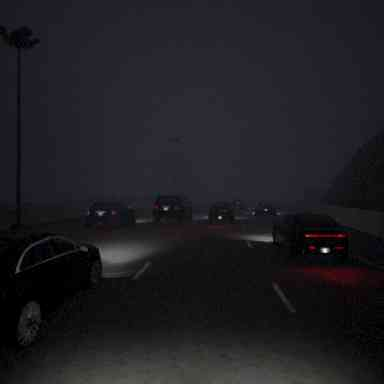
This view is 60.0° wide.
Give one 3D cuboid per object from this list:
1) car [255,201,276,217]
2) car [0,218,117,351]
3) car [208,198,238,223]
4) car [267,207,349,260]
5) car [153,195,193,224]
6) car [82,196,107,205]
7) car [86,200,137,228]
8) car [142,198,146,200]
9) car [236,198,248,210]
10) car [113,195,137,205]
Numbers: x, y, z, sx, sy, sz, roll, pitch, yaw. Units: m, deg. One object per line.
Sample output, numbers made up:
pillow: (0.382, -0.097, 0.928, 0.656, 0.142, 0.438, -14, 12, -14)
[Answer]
car: (7.041, 1.585, 31.859, 1.994, 1.385, 4.181, 0, 0, 11)
car: (-3.173, 1.488, 6.195, 2.128, 1.511, 4.902, 0, 0, 2)
car: (2.348, 1.518, 25.675, 1.837, 1.490, 4.892, 0, 0, 9)
car: (4.239, 1.516, 12.511, 1.837, 1.490, 4.892, 0, 0, 5)
car: (-1.334, 1.226, 24.986, 2.150, 2.045, 5.566, 0, 0, 9)
car: (-17.866, 1.462, 60.946, 1.882, 1.535, 5.008, 0, 0, 19)
car: (-5.239, 1.349, 22.163, 2.097, 1.767, 4.553, 0, 0, 8)
car: (-7.836, 1.565, 57.784, 1.994, 1.385, 4.181, 0, 0, 19)
car: (5.989, 1.527, 42.545, 1.837, 1.490, 4.892, 0, 0, 15)
car: (-11.507, 1.347, 57.846, 2.097, 1.767, 4.553, 0, 0, 19)
